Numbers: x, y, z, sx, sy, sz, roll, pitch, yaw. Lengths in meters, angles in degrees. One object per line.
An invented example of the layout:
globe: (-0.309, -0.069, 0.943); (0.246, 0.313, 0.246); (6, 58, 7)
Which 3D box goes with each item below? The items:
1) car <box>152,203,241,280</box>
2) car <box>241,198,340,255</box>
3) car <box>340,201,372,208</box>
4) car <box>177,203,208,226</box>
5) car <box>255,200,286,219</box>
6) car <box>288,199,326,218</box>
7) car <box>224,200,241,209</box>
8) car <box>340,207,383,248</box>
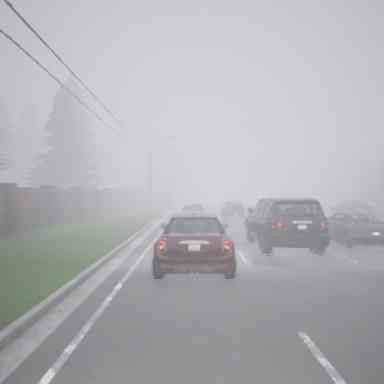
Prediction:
car: (0.069, 1.361, 10.128); (2.097, 1.767, 4.553); (0, 0, 0)
car: (3.588, 1.234, 13.444); (2.150, 2.045, 5.566); (0, 0, 0)
car: (14.089, 1.519, 29.529); (2.128, 1.511, 4.902); (0, 0, 0)
car: (0.066, 1.570, 24.657); (2.033, 1.411, 5.357); (0, 0, 0)
car: (7.093, 1.554, 30.536); (1.812, 1.442, 4.674); (0, 0, 0)
car: (10.593, 1.506, 31.106); (1.882, 1.535, 5.008); (0, 0, 0)
car: (3.591, 1.532, 29.838); (1.837, 1.490, 4.892); (0, 0, 0)
car: (7.088, 1.578, 14.789); (1.994, 1.385, 4.181); (0, 0, 0)
